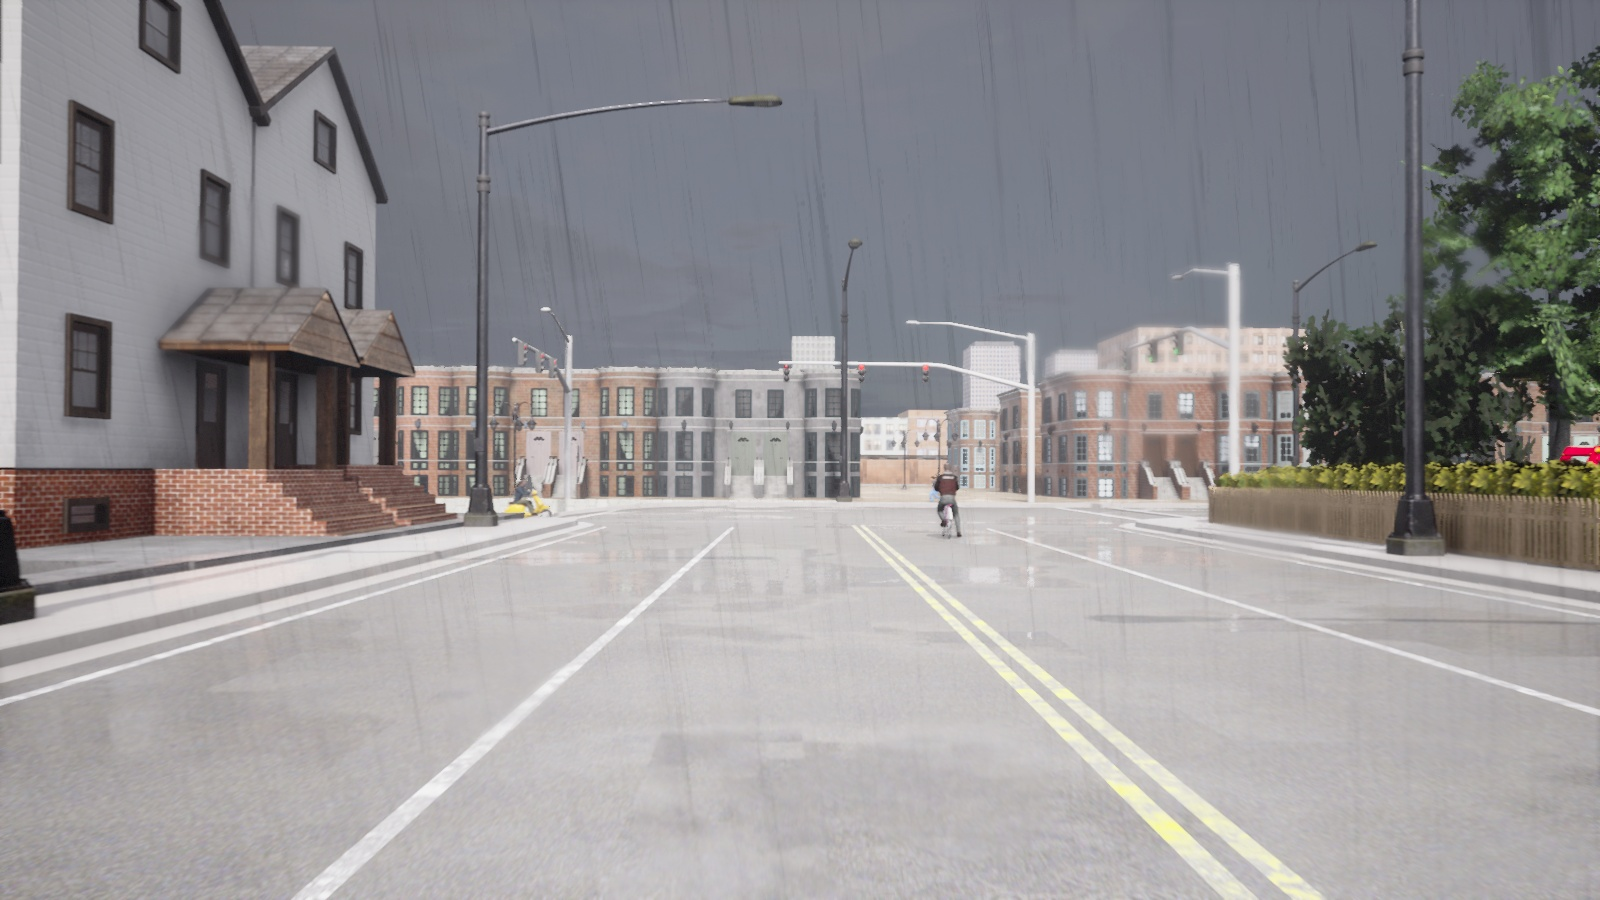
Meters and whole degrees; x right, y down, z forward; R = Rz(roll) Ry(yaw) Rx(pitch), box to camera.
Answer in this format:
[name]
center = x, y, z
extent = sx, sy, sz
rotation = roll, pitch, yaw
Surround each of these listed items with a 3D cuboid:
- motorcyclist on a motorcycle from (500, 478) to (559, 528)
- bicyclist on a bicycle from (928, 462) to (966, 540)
[motorcyclist on a motorcycle]
center = -9.908, 1.947, 46.063
extent = 1.817, 1.590, 0.866
rotation = -7, -1, -1
[bicyclist on a bicycle]
center = 3.430, 1.165, 29.457
extent = 0.659, 1.776, 1.843
rotation = 0, -1, 0
